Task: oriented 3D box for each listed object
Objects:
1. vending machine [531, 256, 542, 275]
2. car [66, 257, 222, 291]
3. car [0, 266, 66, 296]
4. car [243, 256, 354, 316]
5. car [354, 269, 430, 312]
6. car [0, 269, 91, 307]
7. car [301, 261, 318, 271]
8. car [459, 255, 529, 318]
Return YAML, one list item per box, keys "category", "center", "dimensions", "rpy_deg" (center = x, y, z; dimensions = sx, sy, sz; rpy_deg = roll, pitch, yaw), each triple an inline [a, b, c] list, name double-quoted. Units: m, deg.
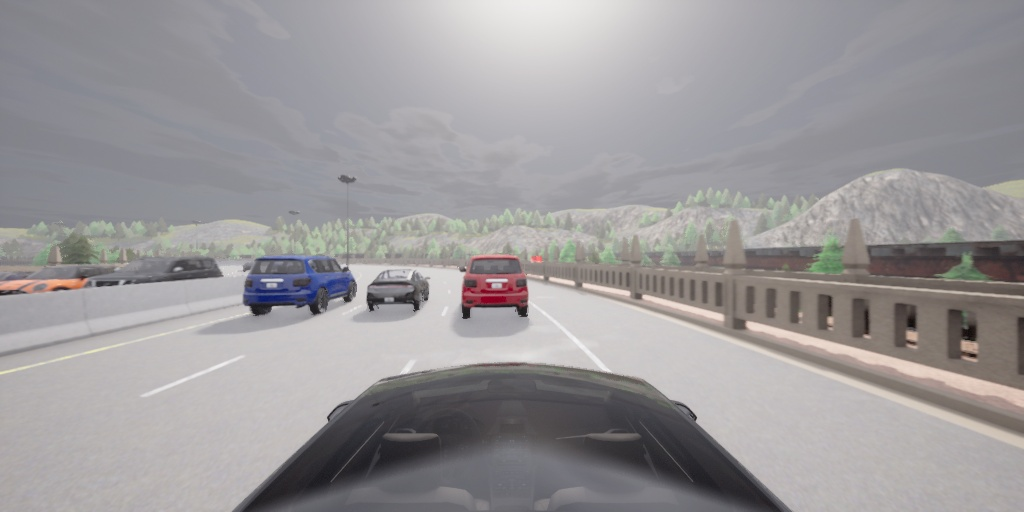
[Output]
- category: "vending machine"
  center: [2.455, 0.972, 35.904]
  dimensions: [1.100, 2.100, 0.880]
  rpy_deg: [0, 0, -18]
- category: "car"
  center: [-15.401, 1.047, 15.860]
  dimensions: [2.150, 2.045, 5.566]
  rpy_deg: [0, 0, -9]
- category: "car"
  center: [-18.899, 1.191, 15.244]
  dimensions: [2.097, 1.767, 4.553]
  rpy_deg: [0, 0, -10]
- category: "car"
  center: [-7.856, 1.015, 13.880]
  dimensions: [2.150, 2.045, 5.566]
  rpy_deg: [0, 0, -7]
- category: "car"
  center: [-4.467, 1.273, 14.572]
  dimensions: [2.128, 1.511, 4.902]
  rpy_deg: [0, 0, -7]
- category: "car"
  center: [-22.476, 1.402, 15.854]
  dimensions: [2.033, 1.411, 5.357]
  rpy_deg: [0, 0, -10]
- category: "car"
  center: [-29.869, 1.449, 52.802]
  dimensions: [1.812, 1.442, 4.674]
  rpy_deg: [0, 0, -33]
- category: "car"
  center: [-0.763, 0.987, 13.381]
  dimensions: [2.150, 2.045, 5.566]
  rpy_deg: [0, 0, -7]
